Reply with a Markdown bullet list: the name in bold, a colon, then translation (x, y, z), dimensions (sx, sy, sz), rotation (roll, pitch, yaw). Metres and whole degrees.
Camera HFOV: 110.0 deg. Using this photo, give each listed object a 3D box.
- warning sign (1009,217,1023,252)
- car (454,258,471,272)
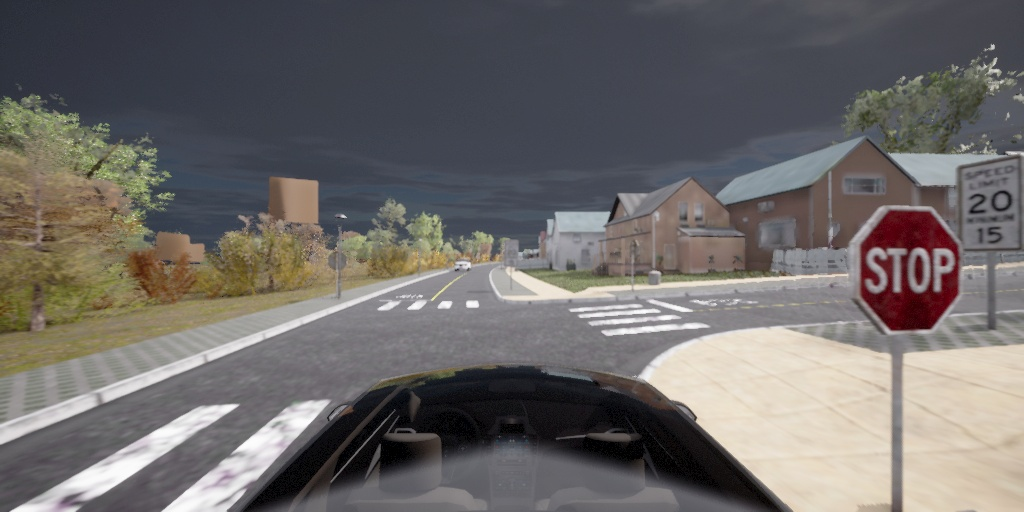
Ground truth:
- **warning sign**: translation (11.370, 0.168, 7.131), dimensions (1.060, 1.860, 1.300), rotation (0, 0, -3)
- **car**: translation (-7.748, 1.374, 56.619), dimensions (2.150, 2.045, 5.566), rotation (0, -1, -1)
